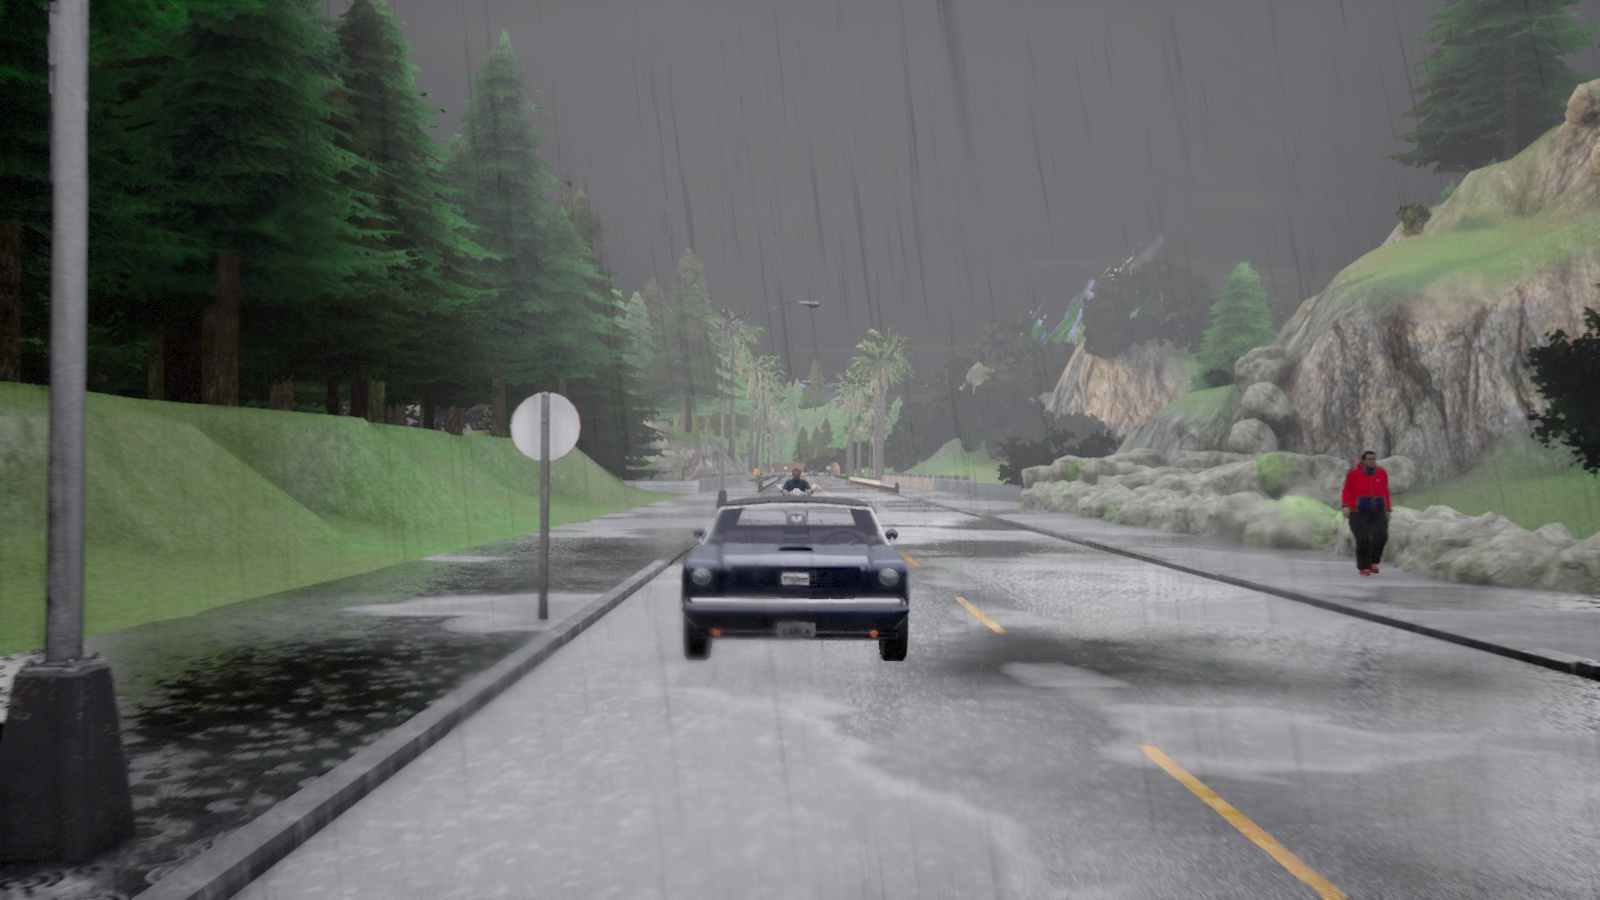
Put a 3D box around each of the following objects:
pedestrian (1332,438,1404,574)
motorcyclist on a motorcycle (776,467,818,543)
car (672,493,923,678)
[{"bbox_3d":[7.924,0.772,17.559,0.634,1.844,0.899,0,-1,5],"label":"pedestrian"},{"bbox_3d":[-0.067,1.203,27.363,0.866,1.590,1.817,0,-2,0],"label":"motorcyclist on a motorcycle"},{"bbox_3d":[-0.029,1.104,11.861,1.895,1.301,4.718,0,-1,0],"label":"car"}]
